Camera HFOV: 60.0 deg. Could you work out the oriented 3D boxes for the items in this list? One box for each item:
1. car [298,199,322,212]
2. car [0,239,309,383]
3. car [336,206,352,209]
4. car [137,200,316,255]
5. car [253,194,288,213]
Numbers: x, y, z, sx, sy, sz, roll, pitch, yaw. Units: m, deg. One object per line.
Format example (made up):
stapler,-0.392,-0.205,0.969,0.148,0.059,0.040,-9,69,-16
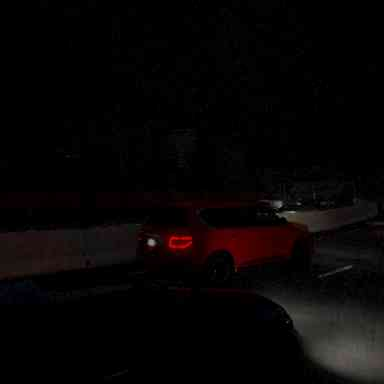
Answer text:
car,14.660,1.585,41.245,1.837,1.490,4.892,0,-1,31
car,-0.873,1.536,3.319,4.674,1.442,1.812,0,0,-37
car,18.726,1.295,41.190,2.150,2.045,5.566,0,0,29
car,1.139,1.243,9.299,5.566,2.045,2.150,0,0,-39
car,9.385,1.305,39.320,2.150,2.045,5.566,0,0,34
